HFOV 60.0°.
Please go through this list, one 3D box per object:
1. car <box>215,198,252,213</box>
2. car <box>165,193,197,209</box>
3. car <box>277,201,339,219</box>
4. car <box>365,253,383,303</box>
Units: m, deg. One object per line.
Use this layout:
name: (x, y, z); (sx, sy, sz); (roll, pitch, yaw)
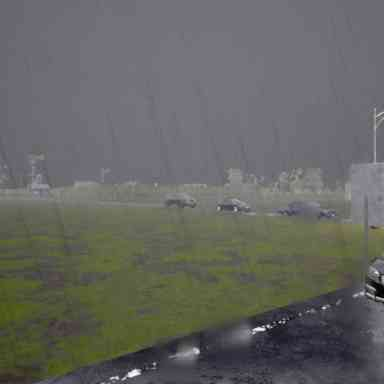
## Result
car: (4.592, 1.491, 37.554); (1.837, 1.490, 4.892); (0, 0, -35)
car: (-1.665, 1.205, 46.216); (2.150, 2.045, 5.566); (0, 0, -37)
car: (10.072, 1.538, 29.353); (2.033, 1.411, 5.357); (0, 0, -33)
car: (5.584, 1.491, 7.069); (4.902, 1.511, 2.128); (0, 0, -35)
